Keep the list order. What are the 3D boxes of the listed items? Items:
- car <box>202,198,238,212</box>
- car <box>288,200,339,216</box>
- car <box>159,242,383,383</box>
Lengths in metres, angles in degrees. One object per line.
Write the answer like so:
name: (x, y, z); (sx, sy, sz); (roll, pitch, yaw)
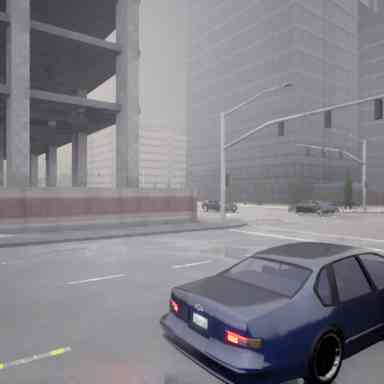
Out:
car: (3.074, 1.501, 37.408); (1.837, 1.490, 4.892); (0, 0, -36)
car: (11.581, 1.487, 31.995); (2.128, 1.511, 4.902); (0, 0, -36)
car: (2.149, 1.547, 5.324); (5.357, 1.411, 2.033); (0, 0, -35)
